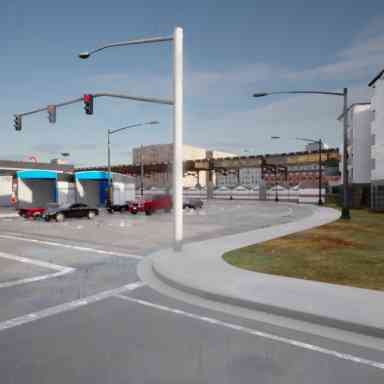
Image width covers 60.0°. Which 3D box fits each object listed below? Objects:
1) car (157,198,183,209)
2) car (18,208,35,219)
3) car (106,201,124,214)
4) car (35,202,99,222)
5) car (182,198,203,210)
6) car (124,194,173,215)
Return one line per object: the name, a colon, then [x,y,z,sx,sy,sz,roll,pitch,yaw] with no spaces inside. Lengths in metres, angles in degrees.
car: [-2.952,1.547,46.053,2.033,1.411,5.357,0,0,15]
car: [-12.305,1.601,28.693,1.895,1.301,4.718,0,0,37]
car: [-7.115,1.601,36.248,1.895,1.301,4.718,0,0,30]
car: [-9.603,1.526,26.509,1.812,1.442,4.674,0,0,36]
car: [0.122,1.547,44.123,2.033,1.411,5.357,0,0,16]
car: [-4.135,1.221,34.443,2.150,2.045,5.566,0,0,30]
